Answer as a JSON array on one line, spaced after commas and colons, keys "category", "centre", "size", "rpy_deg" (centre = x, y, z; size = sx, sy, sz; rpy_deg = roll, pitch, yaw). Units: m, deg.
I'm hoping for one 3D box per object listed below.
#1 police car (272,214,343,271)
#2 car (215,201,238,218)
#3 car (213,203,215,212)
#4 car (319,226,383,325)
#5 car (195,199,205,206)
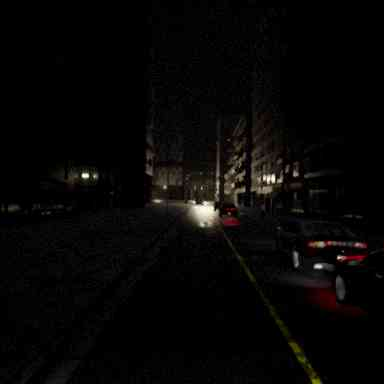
[{"category": "police car", "centre": [4.106, 1.596, 11.584], "size": [1.930, 1.638, 5.238], "rpy_deg": [1, -1, 1]}, {"category": "car", "centre": [3.790, 1.888, 35.462], "size": [1.837, 1.490, 4.892], "rpy_deg": [1, 0, 2]}, {"category": "car", "centre": [4.040, 1.989, 47.432], "size": [1.882, 1.535, 5.008], "rpy_deg": [1, 0, 1]}, {"category": "car", "centre": [3.963, 1.621, 5.475], "size": [1.837, 1.490, 4.892], "rpy_deg": [1, 0, 1]}, {"category": "car", "centre": [1.593, 2.259, 71.426], "size": [1.837, 1.490, 4.892], "rpy_deg": [1, -1, 1]}]
